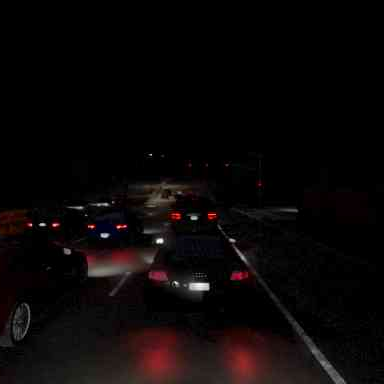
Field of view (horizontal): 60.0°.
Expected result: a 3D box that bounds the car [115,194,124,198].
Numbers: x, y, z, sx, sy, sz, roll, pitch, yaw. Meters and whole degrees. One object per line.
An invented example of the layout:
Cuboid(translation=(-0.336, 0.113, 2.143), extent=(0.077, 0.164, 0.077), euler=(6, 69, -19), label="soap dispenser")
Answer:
Cuboid(translation=(-17.601, 1.355, 80.148), extent=(1.837, 1.490, 4.892), euler=(0, 1, 0), label="car")

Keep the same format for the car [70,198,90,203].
Cuboid(translation=(-17.614, 1.601, 52.371), extent=(1.895, 1.301, 4.718), euler=(0, 0, 0), label="car")

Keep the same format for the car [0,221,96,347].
Cuboid(translation=(-3.408, 1.526, 6.170), extent=(1.812, 1.442, 4.674), euler=(0, 0, 0), label="car")

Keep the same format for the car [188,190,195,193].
Cuboid(translation=(-0.145, 1.000, 87.522), extent=(1.882, 1.535, 5.008), euler=(0, 3, 0), label="car")

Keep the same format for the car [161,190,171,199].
Cuboid(translation=(-7.142, 1.070, 87.093), extent=(1.812, 1.442, 4.674), euler=(0, 3, 0), label="car")

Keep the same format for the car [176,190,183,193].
Cuboid(translation=(-3.642, 1.070, 87.113), extent=(1.812, 1.442, 4.674), euler=(0, 3, 0), label="car")

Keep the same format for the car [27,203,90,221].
Cuboid(translation=(-6.898, 1.547, 17.751), extent=(2.033, 1.411, 5.357), euler=(0, 0, -1), label="car")

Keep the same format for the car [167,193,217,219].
Cuboid(translation=(0.093, 1.221, 17.016), extent=(2.150, 2.045, 5.566), euler=(0, 0, 0), label="car")

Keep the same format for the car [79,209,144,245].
Cuboid(translation=(-3.407, 1.526, 15.299), extent=(1.812, 1.442, 4.674), euler=(0, 0, 0), label="car")

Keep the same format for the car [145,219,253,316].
Cuboid(translation=(0.103, 1.564, 7.612), extent=(1.994, 1.385, 4.181), euler=(0, 0, -1), label="car")

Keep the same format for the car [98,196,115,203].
Cuboid(translation=(-17.531, 1.597, 67.237), extent=(1.895, 1.301, 4.718), euler=(0, 0, 0), label="car")
